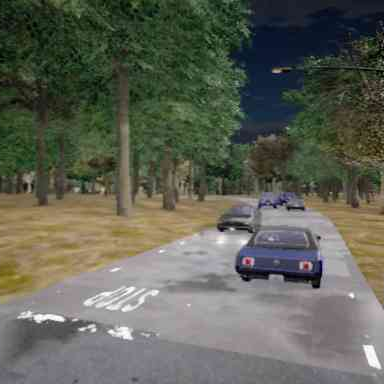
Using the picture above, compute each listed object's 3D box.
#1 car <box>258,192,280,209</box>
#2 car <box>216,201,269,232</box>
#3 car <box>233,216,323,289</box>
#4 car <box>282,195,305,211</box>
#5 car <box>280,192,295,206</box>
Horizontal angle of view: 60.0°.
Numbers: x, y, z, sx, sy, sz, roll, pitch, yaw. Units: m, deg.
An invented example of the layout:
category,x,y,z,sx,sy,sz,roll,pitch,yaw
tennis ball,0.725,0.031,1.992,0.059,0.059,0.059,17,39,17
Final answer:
category,x,y,z,sx,sy,sz,roll,pitch,yaw
car,9.454,1.035,41.619,2.150,2.045,5.566,0,0,12
car,2.921,1.475,19.277,2.033,1.411,5.357,0,0,20
car,2.591,1.571,9.272,1.895,1.301,4.718,0,0,20
car,11.844,1.416,38.294,1.994,1.385,4.181,0,1,12
car,13.656,0.985,48.137,2.150,2.045,5.566,0,1,7
